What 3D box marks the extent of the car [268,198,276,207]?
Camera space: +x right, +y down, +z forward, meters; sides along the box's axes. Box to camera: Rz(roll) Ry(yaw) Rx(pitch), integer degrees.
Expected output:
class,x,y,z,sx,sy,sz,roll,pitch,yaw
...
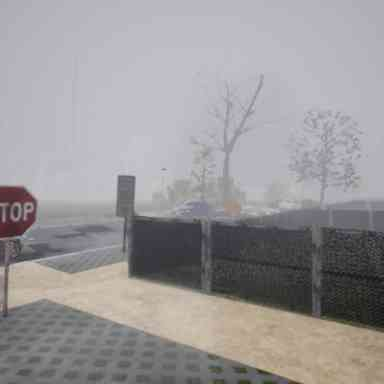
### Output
class,x,y,z,sx,sy,sz,roll,pitch,yaw
car,12.175,1.534,46.533,1.895,1.301,4.718,4,2,33

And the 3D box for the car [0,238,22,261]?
class,x,y,z,sx,sy,sz,roll,pitch,yaw
car,-7.191,1.446,10.066,2.097,1.767,4.553,3,2,3

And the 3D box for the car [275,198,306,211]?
class,x,y,z,sx,sy,sz,roll,pitch,yaw
car,12.307,1.633,41.560,1.812,1.442,4.674,4,2,33

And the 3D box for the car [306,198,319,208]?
class,x,y,z,sx,sy,sz,roll,pitch,yaw
car,17.593,1.671,49.862,2.033,1.411,5.357,4,2,33

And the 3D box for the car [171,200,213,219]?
class,x,y,z,sx,sy,sz,roll,pitch,yaw
car,0.162,1.416,28.000,1.812,1.442,4.674,4,2,32

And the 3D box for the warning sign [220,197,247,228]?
class,x,y,z,sx,sy,sz,roll,pitch,yaw
warning sign,2.776,1.349,22.141,1.300,1.860,1.060,5,3,33
